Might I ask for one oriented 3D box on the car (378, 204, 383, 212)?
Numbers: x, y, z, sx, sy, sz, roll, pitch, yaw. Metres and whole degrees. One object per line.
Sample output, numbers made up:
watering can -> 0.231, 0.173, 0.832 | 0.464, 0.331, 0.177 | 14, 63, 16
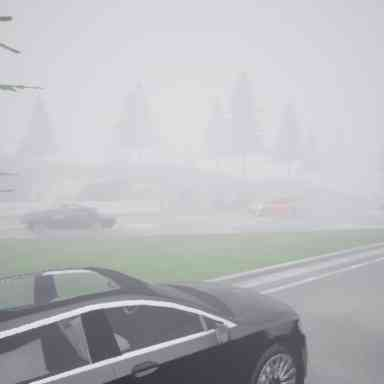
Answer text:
car -> 21.598, 1.339, 34.088 | 5.357, 1.411, 2.033 | 0, 0, -25

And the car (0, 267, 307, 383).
car -> -0.899, 1.492, 3.014 | 4.902, 1.511, 2.128 | 0, 0, -38

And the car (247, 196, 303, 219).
car -> 6.913, 1.249, 28.015 | 4.553, 1.767, 2.097 | 0, 0, -18

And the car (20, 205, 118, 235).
car -> -6.567, 1.604, 18.498 | 4.718, 1.301, 1.895 | 0, 0, -9

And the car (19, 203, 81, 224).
car -> -8.565, 1.499, 21.753 | 4.902, 1.511, 2.128 | 0, 0, -9
